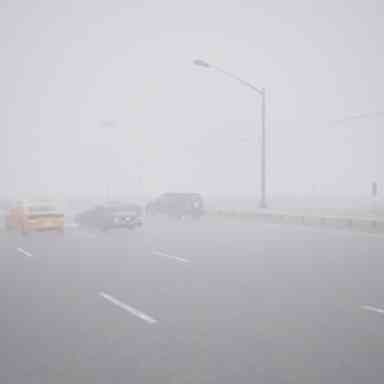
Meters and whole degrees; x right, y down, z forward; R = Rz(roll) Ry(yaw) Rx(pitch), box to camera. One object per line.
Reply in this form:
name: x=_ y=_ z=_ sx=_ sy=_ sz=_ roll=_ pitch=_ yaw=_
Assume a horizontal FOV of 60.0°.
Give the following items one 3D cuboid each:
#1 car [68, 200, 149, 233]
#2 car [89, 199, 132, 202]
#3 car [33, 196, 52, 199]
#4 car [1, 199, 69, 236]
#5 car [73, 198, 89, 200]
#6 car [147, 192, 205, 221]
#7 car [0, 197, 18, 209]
car: x=-4.881 y=1.408 z=18.886 sx=2.033 sy=1.411 sz=5.357 roll=0 pitch=1 yaw=-40
car: x=-5.626 y=1.294 z=25.171 sx=1.882 sy=1.535 sz=5.008 roll=0 pitch=1 yaw=-40
car: x=-18.037 y=1.179 z=39.794 sx=1.882 sy=1.535 sz=5.008 roll=0 pitch=1 yaw=-40
car: x=-8.403 y=1.344 z=17.628 sx=1.882 sy=1.535 sz=5.008 roll=0 pitch=1 yaw=-40
car: x=-13.401 y=1.307 z=39.737 sx=1.895 sy=1.301 sz=4.718 roll=0 pitch=1 yaw=-40
car: x=-1.400 y=1.038 z=25.600 sx=2.150 sy=2.045 sz=5.566 roll=0 pitch=1 yaw=-40
car: x=-20.037 y=1.285 z=36.739 sx=1.994 sy=1.385 sz=4.181 roll=0 pitch=1 yaw=-40
